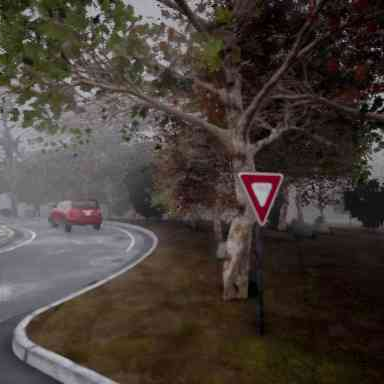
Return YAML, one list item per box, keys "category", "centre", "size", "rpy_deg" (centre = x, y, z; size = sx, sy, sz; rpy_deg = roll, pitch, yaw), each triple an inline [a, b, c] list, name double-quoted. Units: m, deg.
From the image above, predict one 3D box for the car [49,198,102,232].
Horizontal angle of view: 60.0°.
- category: "car"
  centre: [-7.831, 1.428, 22.182]
  size: [2.150, 2.045, 5.566]
  rpy_deg: [0, 0, -36]
